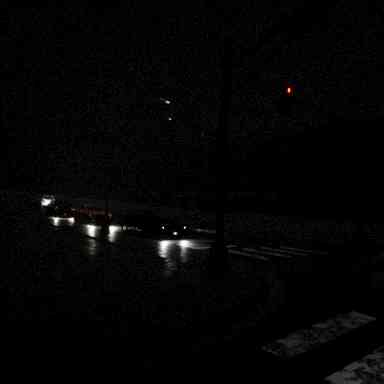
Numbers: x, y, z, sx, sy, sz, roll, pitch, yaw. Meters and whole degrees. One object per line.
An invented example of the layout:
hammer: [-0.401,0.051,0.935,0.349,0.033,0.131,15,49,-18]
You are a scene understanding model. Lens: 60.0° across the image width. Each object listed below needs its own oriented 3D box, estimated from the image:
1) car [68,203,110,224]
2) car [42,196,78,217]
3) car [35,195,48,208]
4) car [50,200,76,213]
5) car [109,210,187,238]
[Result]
car: [-8.213,1.769,27.259,1.882,1.535,5.008,4,-3,-36]
car: [-14.068,1.678,35.434,2.097,1.767,4.553,4,-2,-35]
car: [-23.591,1.547,53.582,2.150,2.045,5.566,4,-1,-36]
car: [-17.717,1.939,45.452,2.128,1.511,4.902,4,-2,-35]
car: [-2.490,1.761,19.229,2.033,1.411,5.357,4,-3,-38]
